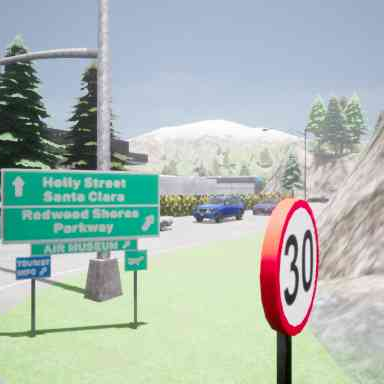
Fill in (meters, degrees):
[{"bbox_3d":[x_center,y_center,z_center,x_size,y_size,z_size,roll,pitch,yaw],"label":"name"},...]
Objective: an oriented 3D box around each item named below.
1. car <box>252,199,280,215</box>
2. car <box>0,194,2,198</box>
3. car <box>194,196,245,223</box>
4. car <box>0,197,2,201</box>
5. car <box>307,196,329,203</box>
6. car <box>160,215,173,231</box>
[{"bbox_3d":[8.316,1.544,36.049,2.097,1.767,4.553,0,0,36],"label":"car"},{"bbox_3d":[-38.765,1.489,69.883,4.514,1.523,2.007,0,0,35],"label":"car"},{"bbox_3d":[2.405,1.413,27.890,2.150,2.045,5.566,0,0,36],"label":"car"},{"bbox_3d":[-12.436,1.505,26.016,1.905,1.878,3.866,0,0,35],"label":"car"},{"bbox_3d":[28.278,1.717,74.712,2.128,1.511,4.902,0,0,-42],"label":"car"},{"bbox_3d":[-3.277,1.792,20.032,1.895,1.301,4.718,0,0,36],"label":"car"}]
